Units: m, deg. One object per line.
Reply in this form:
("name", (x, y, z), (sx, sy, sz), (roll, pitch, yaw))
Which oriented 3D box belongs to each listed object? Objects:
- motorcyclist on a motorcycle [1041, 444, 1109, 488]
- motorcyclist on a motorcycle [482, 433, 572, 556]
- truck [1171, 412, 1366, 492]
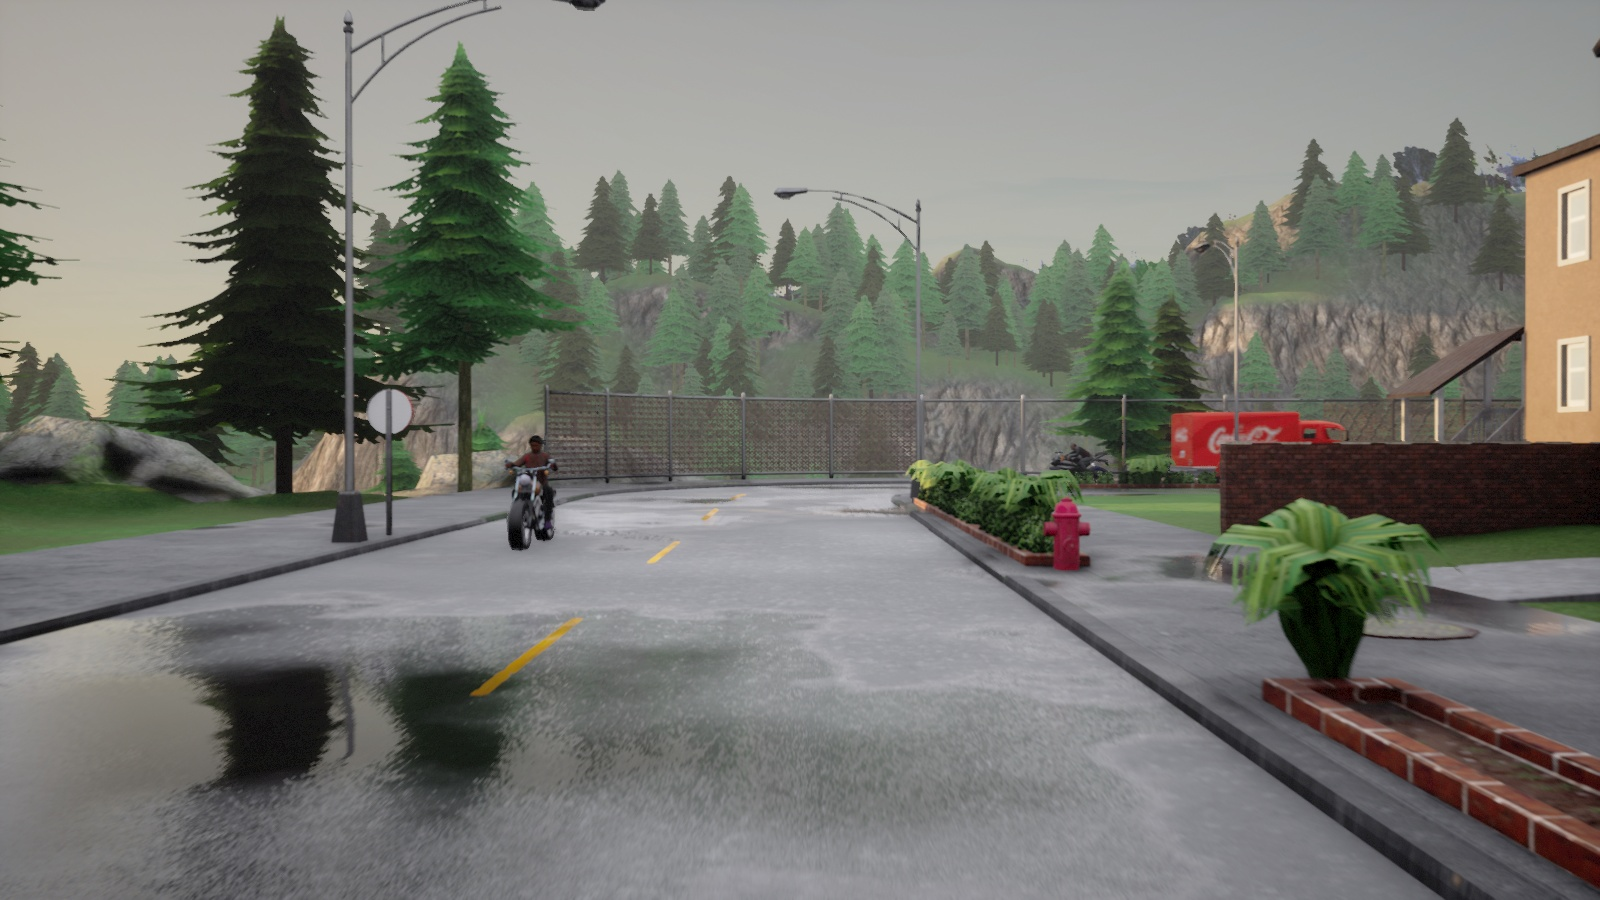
("motorcyclist on a motorcycle", (9.577, 0.542, 43.846), (2.191, 1.530, 0.866), (0, 0, 0))
("motorcyclist on a motorcycle", (-3.882, 0.592, 18.068), (0.766, 1.649, 2.350), (0, 1, 0))
("truck", (14.761, 0.047, 39.840), (5.204, 2.467, 2.627), (0, 0, 1))
